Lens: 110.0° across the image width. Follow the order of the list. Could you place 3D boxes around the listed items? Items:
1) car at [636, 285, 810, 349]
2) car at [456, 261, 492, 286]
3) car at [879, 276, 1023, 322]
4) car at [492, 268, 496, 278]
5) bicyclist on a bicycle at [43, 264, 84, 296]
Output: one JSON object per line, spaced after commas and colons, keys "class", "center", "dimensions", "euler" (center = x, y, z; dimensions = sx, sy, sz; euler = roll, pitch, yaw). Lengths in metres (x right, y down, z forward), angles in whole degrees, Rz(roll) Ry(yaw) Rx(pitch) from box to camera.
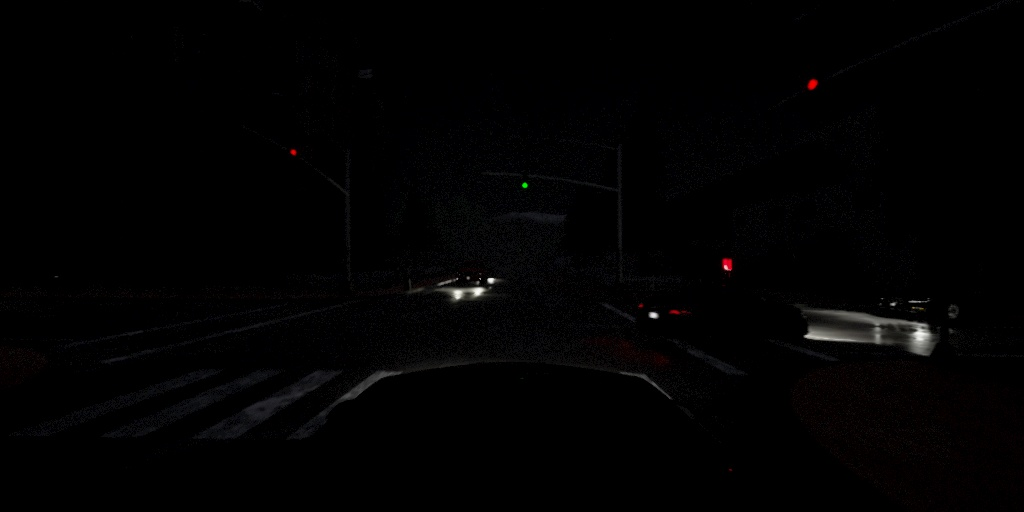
{"class": "car", "center": [5.434, 1.449, 9.367], "dimensions": [4.181, 1.385, 1.994], "euler": [0, -1, -15]}
{"class": "car", "center": [-3.335, 1.407, 30.896], "dimensions": [2.150, 2.045, 5.566], "euler": [0, -1, 2]}
{"class": "car", "center": [16.005, 1.457, 12.657], "dimensions": [4.892, 1.490, 1.837], "euler": [0, -1, 4]}
{"class": "car", "center": [-2.962, 1.912, 42.502], "dimensions": [1.994, 1.385, 4.181], "euler": [0, -1, 2]}
{"class": "bicyclist on a bicycle", "center": [-23.545, 1.262, 18.870], "dimensions": [0.582, 1.620, 1.656], "euler": [0, -1, 4]}
